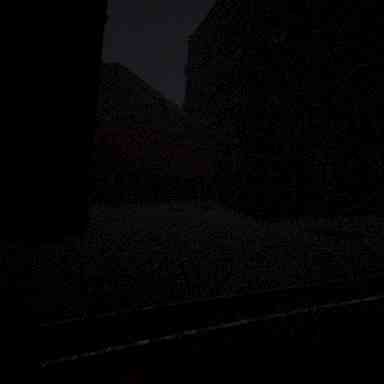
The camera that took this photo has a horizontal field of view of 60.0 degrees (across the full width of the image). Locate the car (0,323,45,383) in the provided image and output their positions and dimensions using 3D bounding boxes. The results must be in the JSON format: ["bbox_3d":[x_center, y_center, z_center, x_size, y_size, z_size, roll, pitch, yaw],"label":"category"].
[{"bbox_3d":[-3.219,1.478,1.226,5.008,1.535,1.882,1,-1,-33],"label":"car"}]
